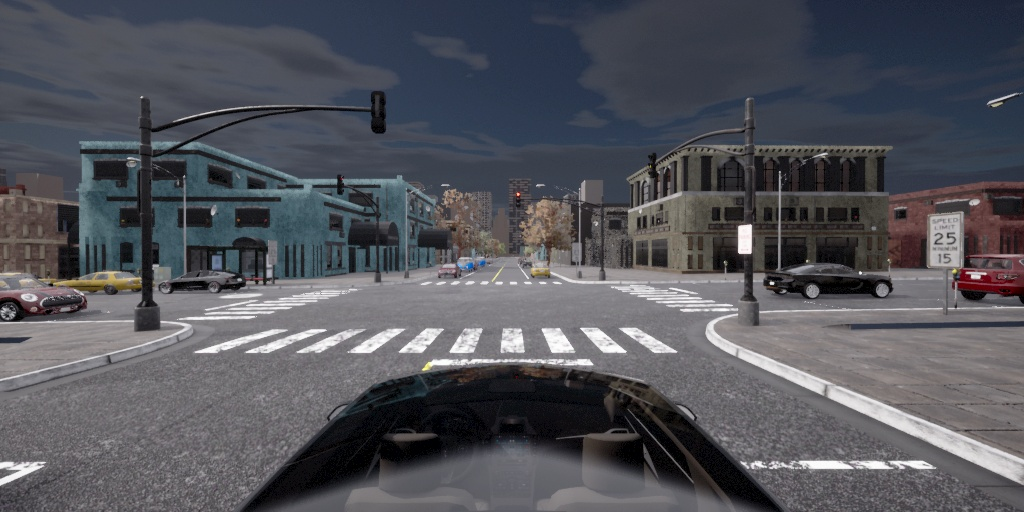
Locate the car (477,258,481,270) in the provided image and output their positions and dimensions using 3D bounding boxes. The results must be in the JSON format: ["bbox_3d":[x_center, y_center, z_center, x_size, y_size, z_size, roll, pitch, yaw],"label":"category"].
[{"bbox_3d":[-5.778,1.286,50.093,1.888,1.381,4.507,0,0,0],"label":"car"}]

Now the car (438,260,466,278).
[{"bbox_3d":[-5.746,1.326,33.454,1.802,1.307,4.207,0,0,0],"label":"car"}]

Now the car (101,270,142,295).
[{"bbox_3d":[-24.048,1.501,21.128,4.829,1.417,1.751,0,0,-1],"label":"car"}]

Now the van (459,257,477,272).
[{"bbox_3d":[-5.767,1.083,44.546,1.690,1.789,3.998,0,0,0],"label":"van"}]

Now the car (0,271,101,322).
[{"bbox_3d":[-18.090,1.423,12.897,4.097,1.591,1.967,0,0,-1],"label":"car"}]

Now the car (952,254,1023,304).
[{"bbox_3d":[19.926,0.842,13.617,5.009,1.841,2.192,0,0,-1],"label":"car"}]

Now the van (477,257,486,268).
[{"bbox_3d":[-5.799,1.079,61.185,1.690,1.789,3.998,0,0,0],"label":"van"}]

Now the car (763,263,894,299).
[{"bbox_3d":[14.179,1.050,16.187,5.008,1.535,1.882,-1,1,-1],"label":"car"}]

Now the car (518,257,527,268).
[{"bbox_3d":[2.582,1.289,61.201,2.007,1.370,4.403,0,0,0],"label":"car"}]

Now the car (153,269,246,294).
[{"bbox_3d":[-18.225,1.474,21.244,4.313,1.339,1.948,0,0,-1],"label":"car"}]

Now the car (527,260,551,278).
[{"bbox_3d":[2.634,1.270,33.639,1.751,1.417,4.829,0,0,0],"label":"car"}]
